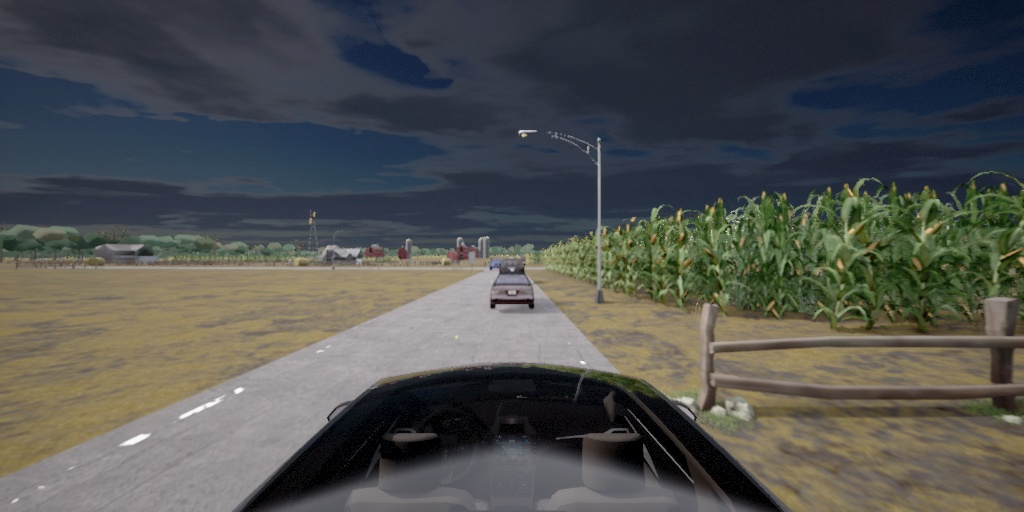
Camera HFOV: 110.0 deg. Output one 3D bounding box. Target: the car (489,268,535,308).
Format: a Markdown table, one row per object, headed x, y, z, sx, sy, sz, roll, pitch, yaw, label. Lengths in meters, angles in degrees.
| x | y | z | sx | sy | sz | roll | pitch | yaw | label |
| --- | --- | --- | --- | --- | --- | --- | --- | --- | --- |
| 0.006 | 1.425 | 15.837 | 2.033 | 1.411 | 5.357 | 0 | 0 | 0 | car |

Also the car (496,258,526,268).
| x | y | z | sx | sy | sz | roll | pitch | yaw | label |
| --- | --- | --- | --- | --- | --- | --- | --- | --- | --- |
| 0.011 | 1.219 | 30.902 | 2.150 | 2.045 | 5.566 | 0 | 0 | 0 | car |

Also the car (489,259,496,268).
| x | y | z | sx | sy | sz | roll | pitch | yaw | label |
| --- | --- | --- | --- | --- | --- | --- | --- | --- | --- |
| -2.730 | 1.472 | 62.576 | 2.150 | 2.045 | 5.566 | 0 | -1 | 0 | car |
